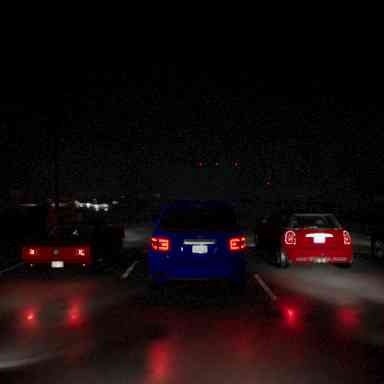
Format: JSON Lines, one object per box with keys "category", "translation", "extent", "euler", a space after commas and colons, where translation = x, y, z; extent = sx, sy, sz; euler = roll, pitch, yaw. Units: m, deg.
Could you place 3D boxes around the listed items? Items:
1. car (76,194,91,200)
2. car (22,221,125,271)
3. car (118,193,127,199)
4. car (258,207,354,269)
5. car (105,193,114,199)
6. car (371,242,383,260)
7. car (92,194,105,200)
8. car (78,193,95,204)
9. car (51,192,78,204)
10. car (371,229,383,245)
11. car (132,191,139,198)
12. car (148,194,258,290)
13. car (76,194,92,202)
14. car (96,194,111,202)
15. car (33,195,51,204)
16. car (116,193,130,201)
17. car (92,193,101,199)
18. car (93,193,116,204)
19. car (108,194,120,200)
{"category": "car", "translation": [-25.329, 1.203, 77.850], "extent": [1.895, 1.301, 4.718], "euler": [0, 0, -1]}
{"category": "car", "translation": [-3.489, 1.584, 10.839], "extent": [1.895, 1.301, 4.718], "euler": [0, 0, 0]}
{"category": "car", "translation": [-19.328, 1.058, 92.512], "extent": [2.033, 1.411, 5.357], "euler": [0, 0, -7]}
{"category": "car", "translation": [3.505, 1.334, 11.303], "extent": [2.097, 1.767, 4.553], "euler": [0, 0, 0]}
{"category": "car", "translation": [-22.625, 1.080, 91.001], "extent": [1.994, 1.385, 4.181], "euler": [0, 0, -7]}
{"category": "car", "translation": [3.594, 1.490, 2.160], "extent": [2.128, 1.511, 4.902], "euler": [0, 0, 0]}
{"category": "car", "translation": [-21.824, 1.134, 77.550], "extent": [1.812, 1.442, 4.674], "euler": [0, 0, -1]}
{"category": "car", "translation": [-18.171, 1.290, 58.318], "extent": [1.994, 1.385, 4.181], "euler": [0, 0, 0]}
{"category": "car", "translation": [-21.656, 1.213, 56.895], "extent": [1.882, 1.535, 5.008], "euler": [0, 0, 0]}
{"category": "car", "translation": [7.018, 1.477, 9.406], "extent": [2.128, 1.511, 4.902], "euler": [0, 0, 0]}
{"category": "car", "translation": [-14.866, 1.128, 81.027], "extent": [2.033, 1.411, 5.357], "euler": [0, 0, -1]}
{"category": "car", "translation": [0.043, 1.207, 9.202], "extent": [2.150, 2.045, 5.566], "euler": [0, 0, -2]}
{"category": "car", "translation": [-21.704, 1.196, 67.228], "extent": [1.812, 1.442, 4.674], "euler": [0, 0, -1]}
{"category": "car", "translation": [-18.218, 1.165, 68.453], "extent": [1.837, 1.490, 4.892], "euler": [0, 0, -1]}
{"category": "car", "translation": [-25.147, 1.243, 56.331], "extent": [1.837, 1.490, 4.892], "euler": [0, 0, 0]}
{"category": "car", "translation": [-14.713, 1.020, 67.994], "extent": [2.097, 1.767, 4.553], "euler": [0, 0, -1]}
{"category": "car", "translation": [-26.219, 1.025, 91.358], "extent": [1.837, 1.490, 4.892], "euler": [0, 0, -7]}
{"category": "car", "translation": [-14.660, 1.341, 56.089], "extent": [1.895, 1.301, 4.718], "euler": [0, 0, 0]}
{"category": "car", "translation": [-18.335, 1.199, 78.445], "extent": [1.895, 1.301, 4.718], "euler": [0, 0, -1]}
